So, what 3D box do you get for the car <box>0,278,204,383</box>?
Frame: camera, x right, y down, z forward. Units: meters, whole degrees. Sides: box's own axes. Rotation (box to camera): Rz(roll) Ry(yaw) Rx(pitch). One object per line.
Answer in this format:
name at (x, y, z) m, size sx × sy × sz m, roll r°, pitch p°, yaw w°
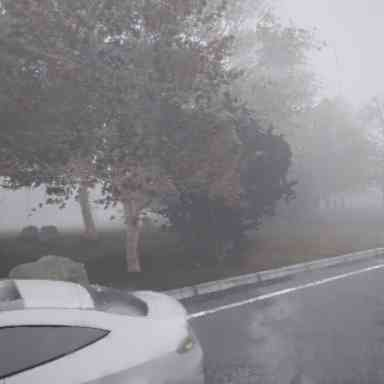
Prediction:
car at (-2.047, 1.526, 2.510) m, size 4.674 × 1.442 × 1.812 m, roll 0°, pitch 0°, yaw -35°
